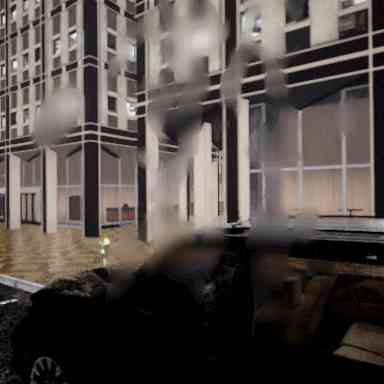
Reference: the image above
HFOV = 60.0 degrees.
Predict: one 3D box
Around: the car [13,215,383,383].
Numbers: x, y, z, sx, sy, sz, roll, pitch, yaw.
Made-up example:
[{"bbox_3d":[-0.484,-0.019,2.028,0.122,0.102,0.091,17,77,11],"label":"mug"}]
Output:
[{"bbox_3d":[0.730,1.238,2.866,5.566,2.045,2.150,-1,0,36],"label":"car"}]
